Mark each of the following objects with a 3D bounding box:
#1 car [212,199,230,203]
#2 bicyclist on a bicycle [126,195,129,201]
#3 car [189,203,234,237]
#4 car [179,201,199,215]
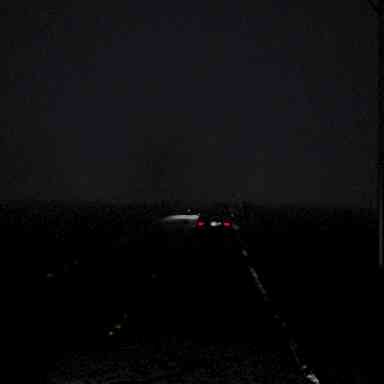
[{"bbox_3d":[3.329,1.533,38.663,1.882,1.535,5.008,0,0,6],"label":"car"},{"bbox_3d":[-15.001,1.238,76.927,0.582,1.620,1.656,1,0,8],"label":"bicyclist on a bicycle"},{"bbox_3d":[1.258,1.557,18.056,2.033,1.411,5.357,0,0,6],"label":"car"},{"bbox_3d":[-0.097,1.601,34.076,1.994,1.385,4.181,0,0,6],"label":"car"}]
